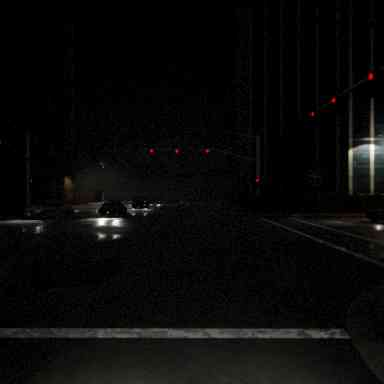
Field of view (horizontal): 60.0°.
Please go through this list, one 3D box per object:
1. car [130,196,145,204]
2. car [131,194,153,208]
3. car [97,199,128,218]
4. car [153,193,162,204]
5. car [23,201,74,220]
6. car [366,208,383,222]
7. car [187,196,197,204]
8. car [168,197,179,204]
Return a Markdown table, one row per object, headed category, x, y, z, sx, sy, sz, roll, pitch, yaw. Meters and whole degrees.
| category | x | y | z | sx | sy | sz | roll | pitch | yaw |
| --- | --- | --- | --- | --- | --- | --- | --- | --- | --- |
| car | -10.567 | 1.491 | 64.974 | 2.128 | 1.511 | 4.902 | 0 | 0 | 0 |
| car | -7.142 | 1.348 | 46.544 | 2.097 | 1.767 | 4.553 | 0 | 0 | 0 |
| car | -7.128 | 1.562 | 30.114 | 1.994 | 1.385 | 4.181 | 0 | 0 | 0 |
| car | -7.065 | 1.312 | 65.066 | 2.150 | 2.045 | 5.566 | 0 | 0 | 0 |
| car | -12.247 | 1.523 | 28.768 | 1.812 | 1.442 | 4.674 | 0 | 0 | 20 |
| car | 15.459 | 1.475 | 24.352 | 5.008 | 1.535 | 1.882 | 0 | 0 | -1 |
| car | -0.065 | 1.520 | 64.979 | 1.812 | 1.442 | 4.674 | 0 | 0 | 0 |
| car | -3.566 | 1.595 | 65.546 | 1.895 | 1.301 | 4.718 | 0 | 0 | 0 |
